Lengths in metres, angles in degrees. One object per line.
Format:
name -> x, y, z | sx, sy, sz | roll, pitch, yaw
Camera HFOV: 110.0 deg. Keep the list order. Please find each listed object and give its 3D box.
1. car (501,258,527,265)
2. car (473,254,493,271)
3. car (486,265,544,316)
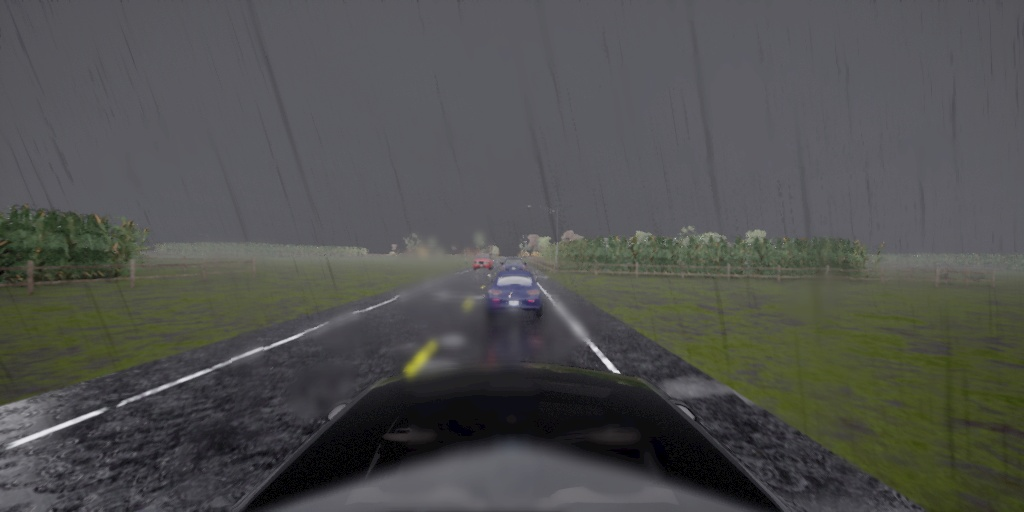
car -> 0.135, 0.950, 29.668 | 2.097, 1.767, 4.553 | 0, 0, 0
car -> -3.515, 0.738, 44.008 | 2.150, 2.045, 5.566 | 0, 0, 0
car -> 0.100, 1.215, 12.834 | 1.812, 1.442, 4.674 | 0, 0, 0
